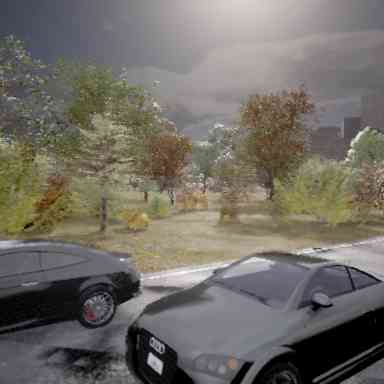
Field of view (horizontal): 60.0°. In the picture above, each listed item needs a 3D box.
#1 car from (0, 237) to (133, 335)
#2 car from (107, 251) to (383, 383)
[{"bbox_3d":[-3.105,1.529,5.466,4.674,1.442,1.812,0,0,-36],"label":"car"},{"bbox_3d":[1.243,1.583,4.579,4.181,1.385,1.994,0,0,-36],"label":"car"}]
